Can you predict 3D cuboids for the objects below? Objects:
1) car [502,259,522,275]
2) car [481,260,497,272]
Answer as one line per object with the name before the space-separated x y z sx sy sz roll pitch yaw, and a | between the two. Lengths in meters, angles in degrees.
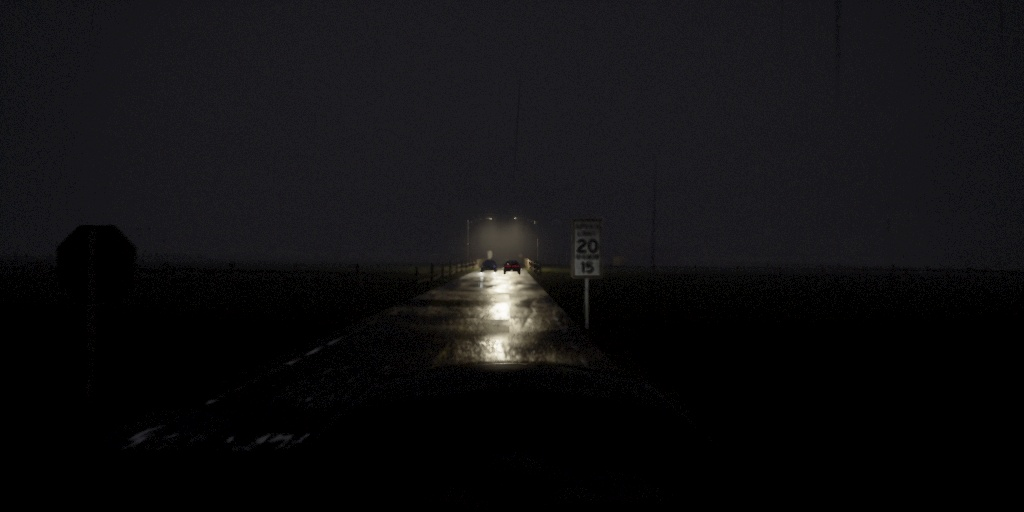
car | -0.012 1.195 38.718 1.837 1.490 4.892 0 0 0
car | -2.767 1.209 44.169 1.812 1.442 4.674 0 0 0
